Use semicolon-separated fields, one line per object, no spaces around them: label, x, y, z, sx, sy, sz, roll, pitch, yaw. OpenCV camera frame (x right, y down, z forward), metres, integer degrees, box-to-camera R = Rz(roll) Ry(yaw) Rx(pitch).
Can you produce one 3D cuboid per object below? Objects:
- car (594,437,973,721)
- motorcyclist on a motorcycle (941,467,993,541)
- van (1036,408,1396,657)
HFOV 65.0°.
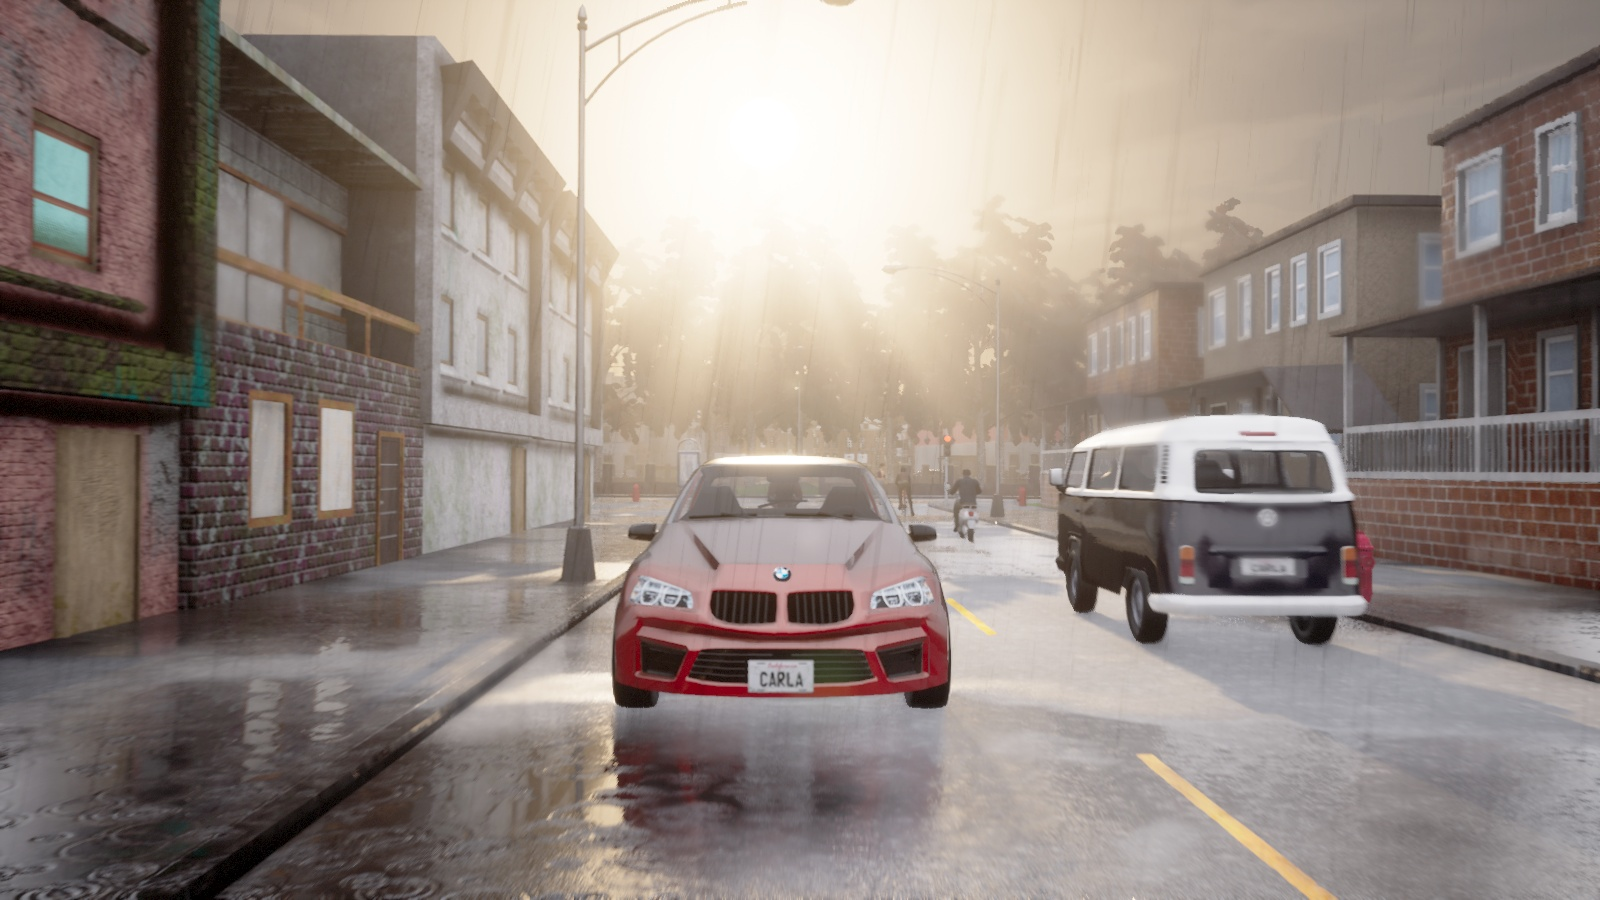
car;-0.125;0.803;9.750;2.242;1.667;4.611;0;-1;-1
motorcyclist on a motorcycle;3.679;1.166;27.793;0.866;1.590;1.817;0;-1;-1
van;3.844;0.708;12.579;2.069;2.038;4.480;0;-1;-1
